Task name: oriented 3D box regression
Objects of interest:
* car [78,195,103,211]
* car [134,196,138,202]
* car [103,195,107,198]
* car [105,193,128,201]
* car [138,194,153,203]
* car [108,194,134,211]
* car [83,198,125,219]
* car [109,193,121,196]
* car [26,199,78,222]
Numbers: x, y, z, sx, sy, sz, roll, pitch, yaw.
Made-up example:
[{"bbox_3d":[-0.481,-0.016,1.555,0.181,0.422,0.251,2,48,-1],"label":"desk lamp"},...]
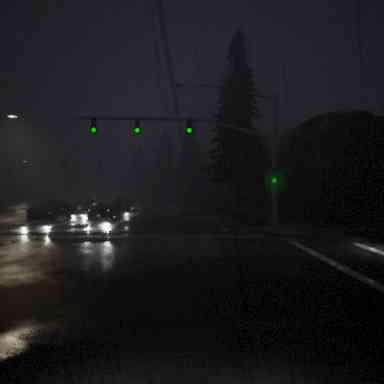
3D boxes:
[{"bbox_3d":[-10.964,1.302,34.340,2.128,1.511,4.902,0,0,-5],"label":"car"},{"bbox_3d":[-11.770,1.190,58.433,1.837,1.490,4.892,0,0,-35],"label":"car"},{"bbox_3d":[-12.969,1.248,44.484,2.128,1.511,4.902,0,0,-20],"label":"car"},{"bbox_3d":[-15.614,1.005,68.401,4.902,1.511,2.128,0,0,42],"label":"car"},{"bbox_3d":[-8.950,1.169,60.503,2.128,1.511,4.902,0,0,-35],"label":"car"},{"bbox_3d":[-7.655,1.308,36.340,1.837,1.490,4.892,0,0,-7],"label":"car"},{"bbox_3d":[-7.096,1.452,27.247,1.895,1.301,4.718,0,0,-2],"label":"car"},{"bbox_3d":[-9.840,1.228,46.136,1.882,1.535,5.008,0,1,-20],"label":"car"},{"bbox_3d":[-10.557,1.336,24.973,1.882,1.535,5.008,0,0,-1],"label":"car"}]
